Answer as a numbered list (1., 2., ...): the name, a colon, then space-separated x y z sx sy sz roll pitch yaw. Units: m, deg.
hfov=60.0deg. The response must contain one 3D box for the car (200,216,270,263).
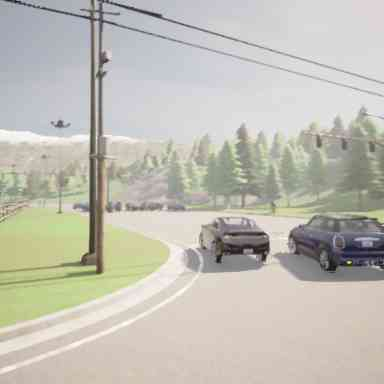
1. car: 1.486 1.695 12.936 2.128 1.511 4.902 0 -1 -7

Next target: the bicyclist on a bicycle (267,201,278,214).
1. bicyclist on a bicycle: 9.820 1.915 40.625 1.656 1.620 0.582 0 -1 -26

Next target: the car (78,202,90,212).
1. car: -16.335 2.390 53.167 2.128 1.511 4.902 0 -1 -26

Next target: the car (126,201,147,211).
1. car: -9.450 2.505 55.018 1.895 1.301 4.718 0 -1 -26

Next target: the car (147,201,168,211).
1. car: -6.519 2.416 56.990 2.128 1.511 4.902 0 -1 -26

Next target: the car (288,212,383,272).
1. car: 4.954 1.522 11.566 2.097 1.767 4.553 0 -1 -1

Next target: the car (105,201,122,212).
1. car: -12.908 2.427 54.121 1.812 1.442 4.674 0 -1 -26

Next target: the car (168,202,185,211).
1. car: -2.801 2.482 57.358 1.994 1.385 4.181 0 -1 -26

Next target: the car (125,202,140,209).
1. car: -12.278 2.722 68.509 1.895 1.301 4.718 0 -1 -26

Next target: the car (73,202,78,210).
1. car: -21.719 2.614 64.097 1.812 1.442 4.674 0 -1 -26

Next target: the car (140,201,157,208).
1. car: -9.317 2.687 70.426 2.033 1.411 5.357 0 -1 -26

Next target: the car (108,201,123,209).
1. car: -15.508 2.594 67.154 1.882 1.535 5.008 0 -1 -26
